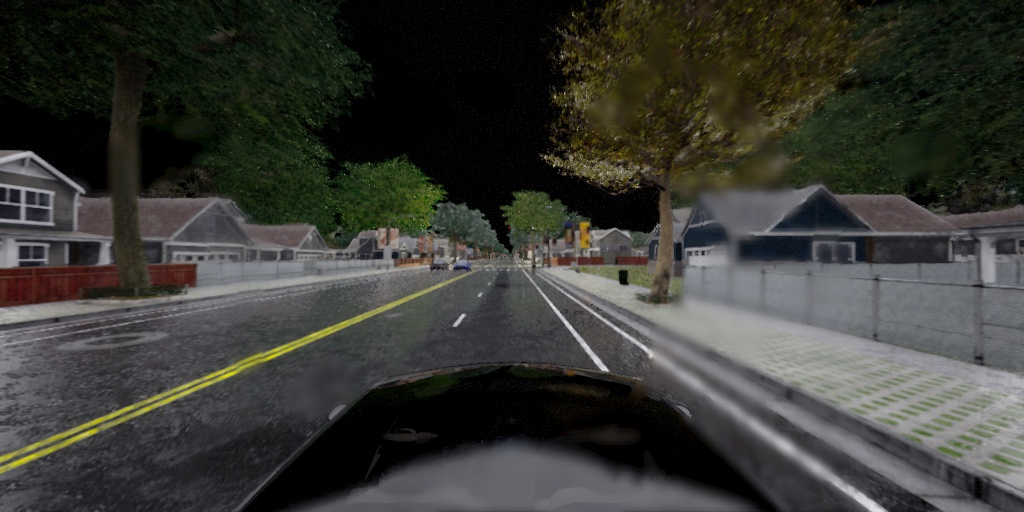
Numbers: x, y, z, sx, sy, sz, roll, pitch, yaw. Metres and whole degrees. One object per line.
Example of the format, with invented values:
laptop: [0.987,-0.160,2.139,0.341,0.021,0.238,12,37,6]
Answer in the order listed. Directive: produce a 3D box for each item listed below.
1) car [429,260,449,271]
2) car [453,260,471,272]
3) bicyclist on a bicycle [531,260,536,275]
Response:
car: [-9.791,1.298,48.859,2.033,1.411,5.357,0,0,0]
car: [-6.553,1.229,47.664,1.882,1.535,5.008,0,0,0]
bicyclist on a bicycle: [2.227,1.205,36.448,0.582,1.620,1.656,0,0,0]
